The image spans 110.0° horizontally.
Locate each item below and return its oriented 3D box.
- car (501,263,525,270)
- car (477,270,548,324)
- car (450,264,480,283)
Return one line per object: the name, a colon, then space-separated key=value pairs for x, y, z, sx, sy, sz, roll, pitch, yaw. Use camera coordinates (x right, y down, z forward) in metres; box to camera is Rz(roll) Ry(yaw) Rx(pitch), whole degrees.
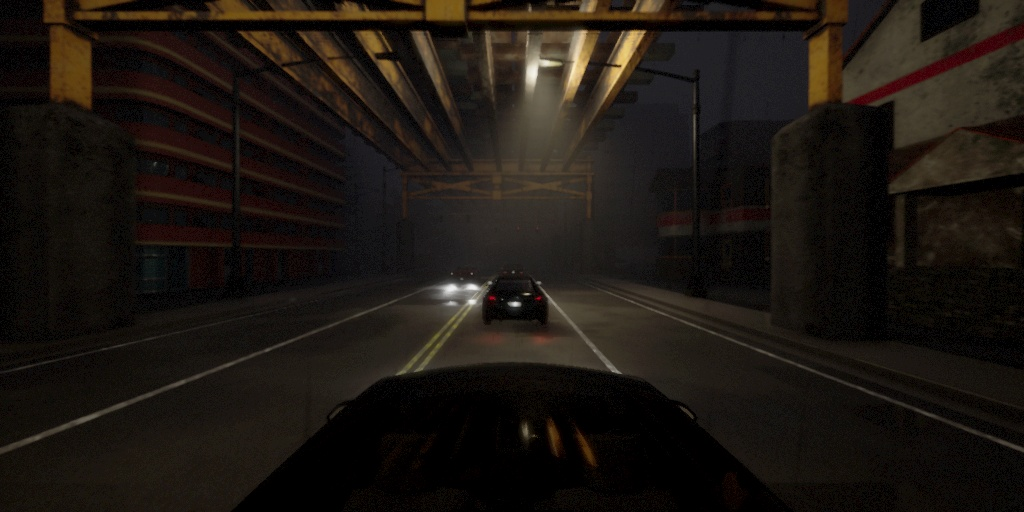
car: x=0.095 y=1.270 z=29.279 sx=2.033 sy=1.411 sz=5.357 roll=0 pitch=0 yaw=0
car: x=0.098 y=1.332 z=12.085 sx=1.994 sy=1.385 sz=4.181 roll=0 pitch=0 yaw=0
car: x=-3.586 y=1.329 z=27.838 sx=1.895 sy=1.301 sz=4.718 roll=0 pitch=0 yaw=0
